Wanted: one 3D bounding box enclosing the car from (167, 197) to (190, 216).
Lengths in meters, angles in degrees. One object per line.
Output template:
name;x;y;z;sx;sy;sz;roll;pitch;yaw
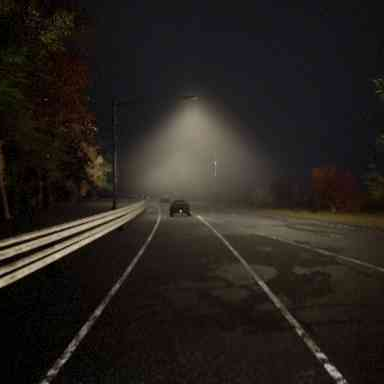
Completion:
car;-1.243;1.488;32.446;1.837;1.490;4.892;0;0;-5

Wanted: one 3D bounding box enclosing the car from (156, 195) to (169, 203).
car;-5.149;1.432;63.520;2.033;1.411;5.357;0;0;-11
